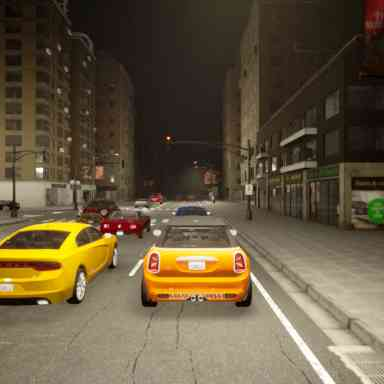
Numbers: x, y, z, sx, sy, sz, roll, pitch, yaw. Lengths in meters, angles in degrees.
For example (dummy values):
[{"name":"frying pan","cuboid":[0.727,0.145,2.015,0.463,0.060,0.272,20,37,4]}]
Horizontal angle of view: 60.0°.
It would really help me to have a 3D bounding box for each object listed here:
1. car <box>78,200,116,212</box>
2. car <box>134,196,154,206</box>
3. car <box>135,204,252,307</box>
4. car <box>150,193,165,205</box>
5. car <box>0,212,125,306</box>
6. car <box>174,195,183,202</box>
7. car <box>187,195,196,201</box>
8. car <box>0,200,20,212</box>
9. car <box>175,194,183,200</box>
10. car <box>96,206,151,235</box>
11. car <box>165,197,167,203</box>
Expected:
[{"name":"car","cuboid":[-6.655,1.356,24.024,2.097,1.767,4.553,0,0,0]},{"name":"car","cuboid":[-6.701,1.617,45.407,1.895,1.301,4.718,0,0,0]},{"name":"car","cuboid":[0.082,1.353,8.140,2.097,1.767,4.553,0,0,0]},{"name":"car","cuboid":[-6.708,1.249,61.436,2.150,2.045,5.566,0,0,-1]},{"name":"car","cuboid":[-3.167,1.478,8.148,1.882,1.535,5.008,0,0,0]},{"name":"car","cuboid":[-3.426,1.543,80.347,1.837,1.490,4.892,0,0,0]},{"name":"car","cuboid":[-0.177,1.399,80.741,2.097,1.767,4.553,0,0,0]},{"name":"car","cuboid":[-22.233,1.597,38.484,4.313,1.339,1.947,0,0,0]},{"name":"car","cuboid":[-3.450,1.421,90.768,1.882,1.535,5.008,0,0,0]},{"name":"car","cuboid":[-3.288,1.603,17.404,1.895,1.301,4.718,0,0,0]},{"name":"car","cuboid":[-6.663,1.564,73.813,2.128,1.511,4.902,0,0,0]}]
